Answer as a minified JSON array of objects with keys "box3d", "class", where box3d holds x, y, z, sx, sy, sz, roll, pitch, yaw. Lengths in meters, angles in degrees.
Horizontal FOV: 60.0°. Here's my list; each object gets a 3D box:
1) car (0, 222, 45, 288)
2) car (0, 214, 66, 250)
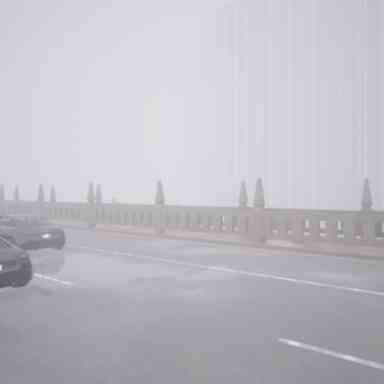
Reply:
[{"box3d":[-5.746,1.565,8.086,4.181,1.385,1.994,0,0,35],"class":"car"},{"box3d":[-6.913,1.566,13.216,4.181,1.385,1.994,0,0,35],"class":"car"}]
